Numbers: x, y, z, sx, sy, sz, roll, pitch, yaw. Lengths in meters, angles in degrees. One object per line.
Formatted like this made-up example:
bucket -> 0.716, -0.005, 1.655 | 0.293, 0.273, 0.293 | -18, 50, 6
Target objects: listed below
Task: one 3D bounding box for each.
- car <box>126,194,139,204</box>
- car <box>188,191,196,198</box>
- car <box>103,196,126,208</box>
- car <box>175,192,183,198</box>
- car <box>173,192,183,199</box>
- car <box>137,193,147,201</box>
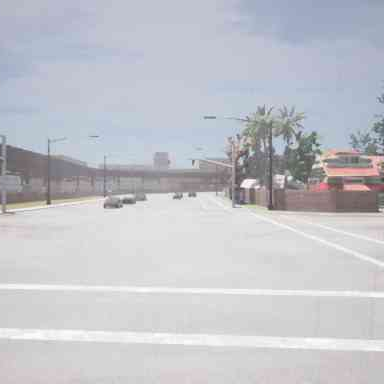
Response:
car -> -10.538, 1.357, 55.103 | 1.895, 1.301, 4.718 | 0, 1, 0
car -> 0.079, 0.519, 86.797 | 2.097, 1.767, 4.553 | 0, 1, 0
car -> -10.558, 1.403, 44.799 | 1.812, 1.442, 4.674 | 0, 1, -1
car -> -3.421, 0.709, 87.159 | 1.994, 1.385, 4.181 | 0, 1, 0
car -> -3.430, 0.963, 76.841 | 1.895, 1.301, 4.718 | 0, 1, 0
car -> -10.461, 0.918, 66.893 | 2.097, 1.767, 4.553 | 0, 1, 0
